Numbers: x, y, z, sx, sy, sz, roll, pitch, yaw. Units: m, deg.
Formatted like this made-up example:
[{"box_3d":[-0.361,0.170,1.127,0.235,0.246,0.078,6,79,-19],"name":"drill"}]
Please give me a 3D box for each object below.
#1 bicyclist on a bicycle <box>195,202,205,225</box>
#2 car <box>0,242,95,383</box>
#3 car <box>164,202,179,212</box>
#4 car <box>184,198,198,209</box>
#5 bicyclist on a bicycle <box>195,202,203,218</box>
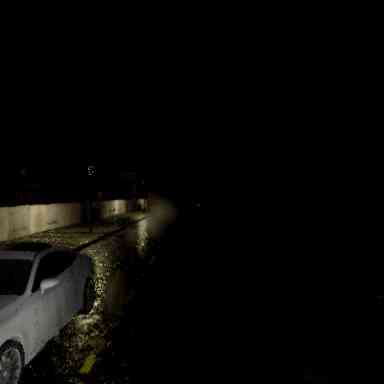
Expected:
[{"box_3d":[0.746,1.750,26.150,0.582,1.620,1.656,0,-1,0],"name":"bicyclist on a bicycle"},{"box_3d":[-2.852,1.583,5.097,1.812,1.442,4.674,0,-1,0],"name":"car"},{"box_3d":[-2.850,2.121,47.697,1.994,1.385,4.181,0,-1,0],"name":"car"},{"box_3d":[0.068,2.189,56.372,1.812,1.442,4.674,0,-1,0],"name":"car"},{"box_3d":[0.741,1.840,35.014,0.866,1.612,1.509,0,-1,0],"name":"bicyclist on a bicycle"}]
